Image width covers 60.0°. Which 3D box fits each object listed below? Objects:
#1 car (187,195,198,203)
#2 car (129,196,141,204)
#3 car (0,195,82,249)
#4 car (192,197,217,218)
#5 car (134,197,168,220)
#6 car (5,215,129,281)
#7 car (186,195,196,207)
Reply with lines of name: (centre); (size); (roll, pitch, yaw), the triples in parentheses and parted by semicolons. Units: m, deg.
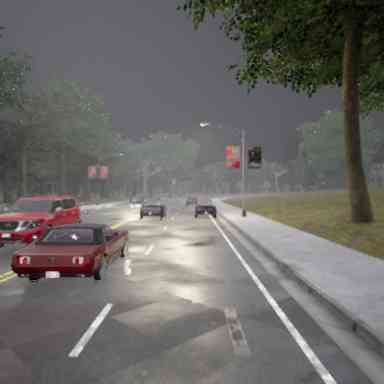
car: (0.076, 1.360, 65.053); (1.882, 1.535, 5.008); (0, 0, 3)
car: (-9.776, 1.386, 58.767); (2.128, 1.511, 4.902); (0, 0, 1)
car: (-6.594, 1.184, 14.571); (2.150, 2.045, 5.566); (0, 0, 0)
car: (1.150, 1.438, 29.311); (1.837, 1.490, 4.892); (0, 0, 0)
car: (-3.139, 1.428, 27.526); (2.128, 1.511, 4.902); (0, 0, 0)
car: (-3.146, 1.575, 9.747); (1.895, 1.301, 4.718); (0, 0, 0)
car: (0.028, 1.395, 49.640); (2.128, 1.511, 4.902); (0, 0, 0)
